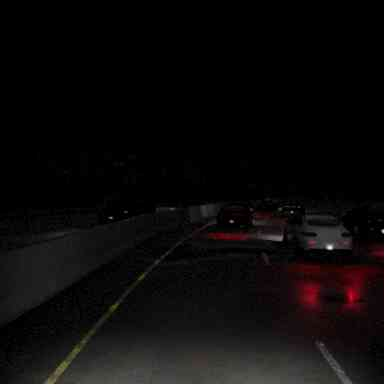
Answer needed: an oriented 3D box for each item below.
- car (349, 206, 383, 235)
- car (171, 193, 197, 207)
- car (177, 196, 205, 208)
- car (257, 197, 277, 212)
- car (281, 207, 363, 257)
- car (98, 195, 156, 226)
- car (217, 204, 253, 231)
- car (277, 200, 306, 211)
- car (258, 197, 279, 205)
[{"bbox_3d":[9.079,1.498,17.236,1.837,1.490,4.892,0,0,12],"label":"car"},{"bbox_3d":[-0.997,1.228,50.368,2.150,2.045,5.566,0,0,29],"label":"car"},{"bbox_3d":[0.144,1.561,44.881,1.994,1.385,4.181,0,0,26],"label":"car"},{"bbox_3d":[8.798,1.469,38.244,2.128,1.511,4.902,0,0,24],"label":"car"},{"bbox_3d":[4.728,1.521,12.886,1.812,1.442,4.674,0,0,8],"label":"car"},{"bbox_3d":[-4.248,1.205,22.717,2.150,2.045,5.566,0,0,14],"label":"car"},{"bbox_3d":[2.766,1.464,20.918,1.882,1.535,5.008,0,0,13],"label":"car"},{"bbox_3d":[9.314,1.470,30.465,2.128,1.511,4.902,0,0,20],"label":"car"},{"bbox_3d":[13.848,1.589,60.299,1.895,1.301,4.718,0,0,38],"label":"car"}]
